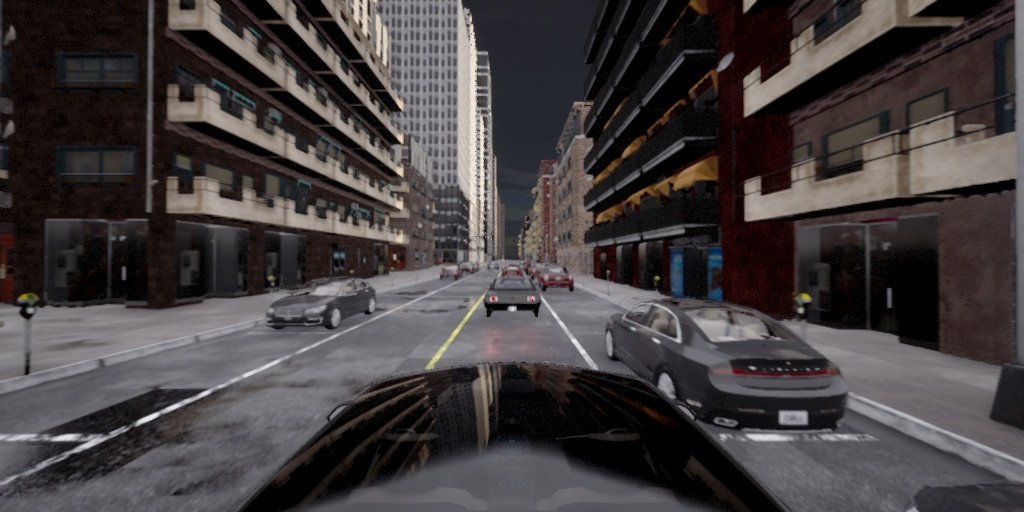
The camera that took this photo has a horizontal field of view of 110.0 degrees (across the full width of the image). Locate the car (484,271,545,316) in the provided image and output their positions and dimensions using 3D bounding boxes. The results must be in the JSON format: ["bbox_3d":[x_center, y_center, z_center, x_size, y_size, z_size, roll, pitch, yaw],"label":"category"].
[{"bbox_3d":[0.037,1.420,13.713,1.895,1.301,4.718,0,0,1],"label":"car"}]

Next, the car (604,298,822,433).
[{"bbox_3d":[2.689,1.323,5.610,2.007,1.370,4.403,0,0,0],"label":"car"}]

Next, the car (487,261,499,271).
[{"bbox_3d":[-3.066,1.580,58.138,2.128,1.511,4.902,0,0,1],"label":"car"}]

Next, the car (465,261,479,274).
[{"bbox_3d":[-5.708,1.448,45.380,1.967,1.591,4.097,0,0,0],"label":"car"}]

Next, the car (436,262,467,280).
[{"bbox_3d":[-5.704,1.521,34.015,1.802,1.307,4.207,0,0,0],"label":"car"}]

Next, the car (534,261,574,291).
[{"bbox_3d":[2.681,1.311,22.656,1.967,1.591,4.097,0,0,0],"label":"car"}]

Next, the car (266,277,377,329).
[{"bbox_3d":[-5.694,1.355,11.287,2.007,1.370,4.403,0,0,0],"label":"car"}]

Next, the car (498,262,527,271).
[{"bbox_3d":[0.041,1.440,30.005,1.812,1.442,4.674,0,0,0],"label":"car"}]

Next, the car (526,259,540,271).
[{"bbox_3d":[2.677,1.379,34.021,1.967,1.591,4.097,0,0,0],"label":"car"}]
